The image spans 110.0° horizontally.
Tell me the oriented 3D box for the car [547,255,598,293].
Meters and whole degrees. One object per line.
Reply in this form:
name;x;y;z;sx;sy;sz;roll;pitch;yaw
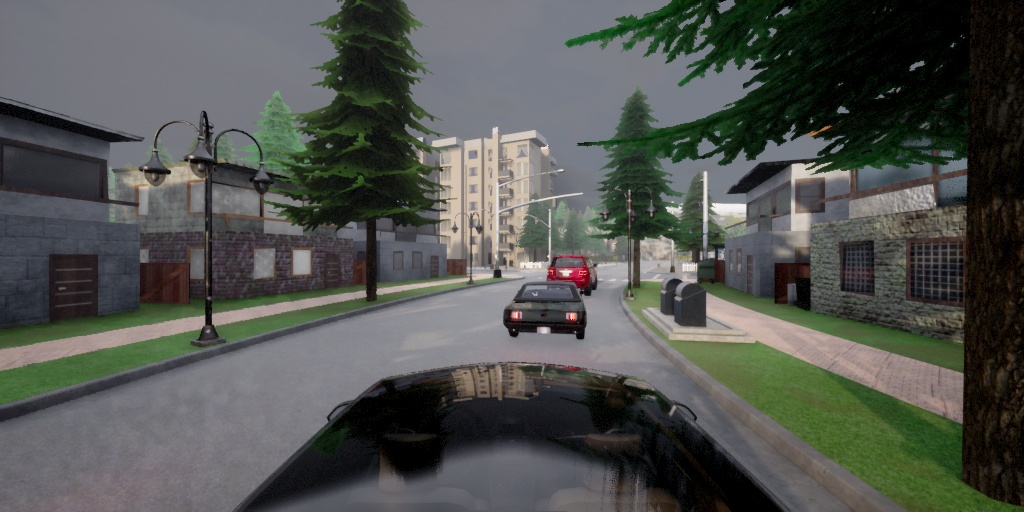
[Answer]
car;3.370;0.971;19.596;2.150;2.045;5.566;0;0;18

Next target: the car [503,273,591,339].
car;1.073;1.351;10.100;1.895;1.301;4.718;0;0;9
